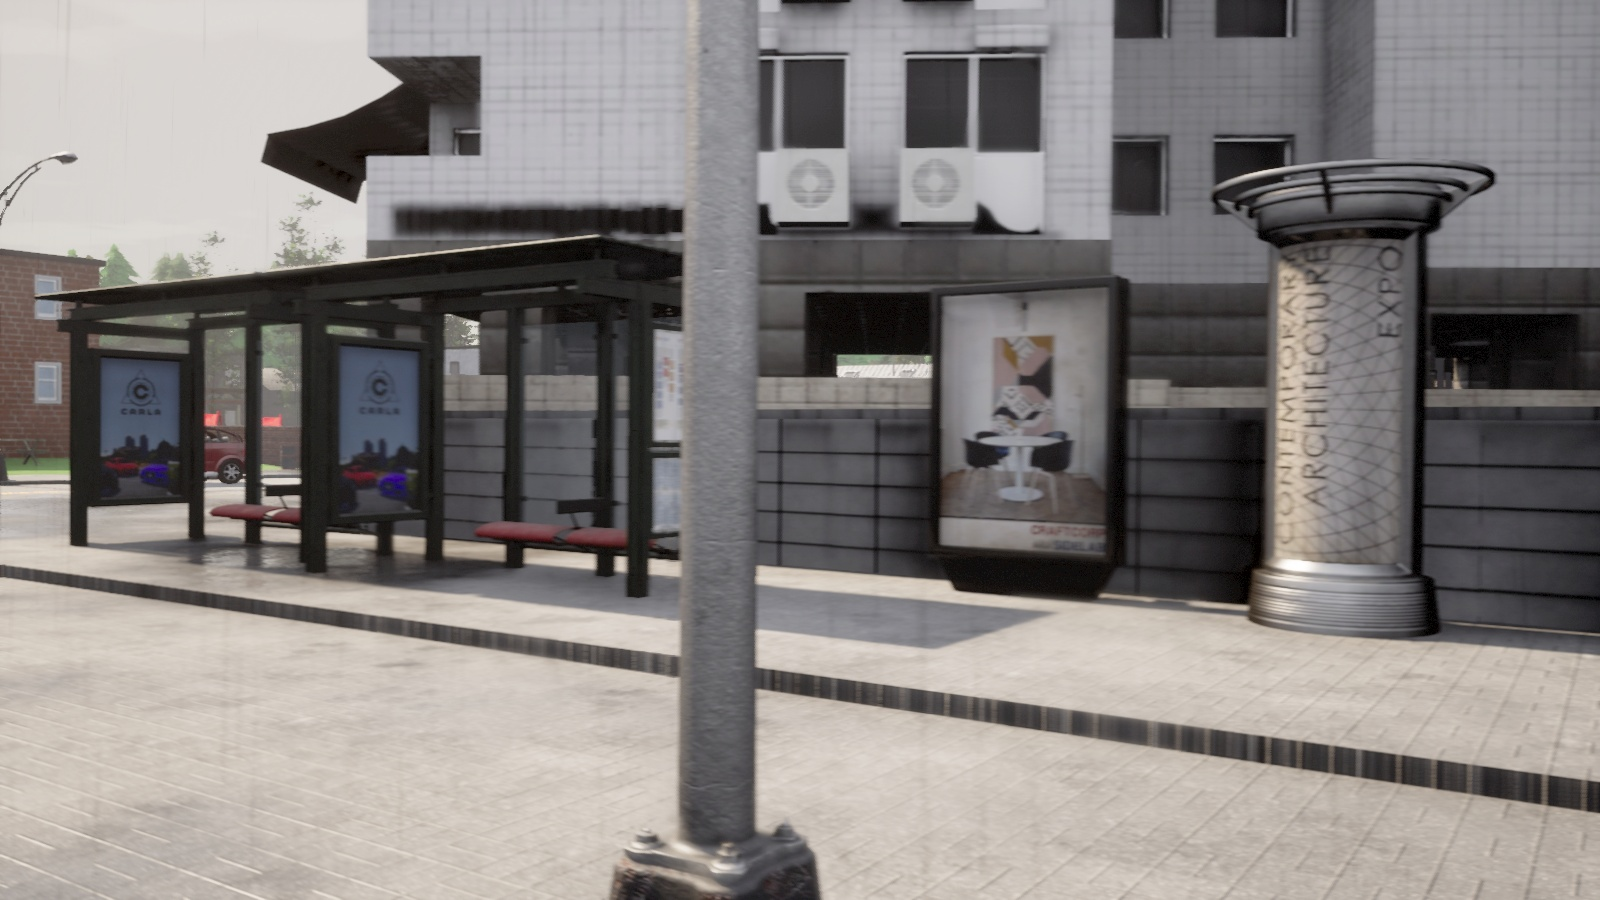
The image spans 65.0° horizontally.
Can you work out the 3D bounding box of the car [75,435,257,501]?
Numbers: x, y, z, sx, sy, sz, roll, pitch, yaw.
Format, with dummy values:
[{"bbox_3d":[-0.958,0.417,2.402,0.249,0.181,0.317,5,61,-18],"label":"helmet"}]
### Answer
[{"bbox_3d":[-16.057,0.419,31.963,1.789,1.549,3.705,0,1,34],"label":"car"}]
